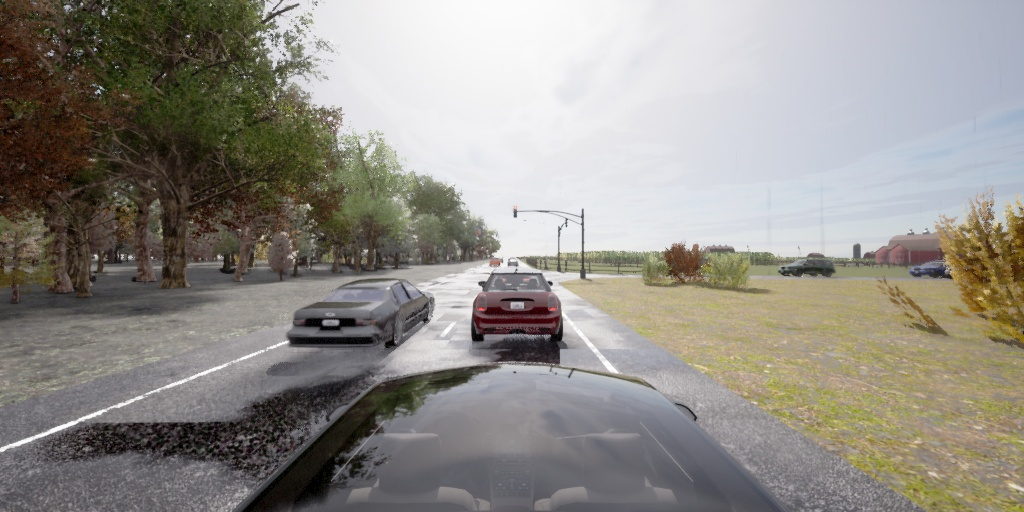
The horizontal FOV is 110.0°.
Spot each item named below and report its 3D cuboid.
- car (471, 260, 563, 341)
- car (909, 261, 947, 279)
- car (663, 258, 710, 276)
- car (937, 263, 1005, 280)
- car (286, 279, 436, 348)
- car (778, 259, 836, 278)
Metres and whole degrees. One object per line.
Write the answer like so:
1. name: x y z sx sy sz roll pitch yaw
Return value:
1. car: 0.106 1.104 9.987 2.097 1.767 4.553 0 0 0
2. car: 49.249 1.568 41.147 5.566 2.045 2.150 1 -1 1
3. car: 19.962 1.247 41.378 5.566 2.045 2.150 1 -1 0
4. car: 48.554 1.768 37.572 4.902 1.511 2.128 1 -1 1
5. car: -3.392 1.299 9.229 2.033 1.411 5.357 0 0 0
6. car: 33.922 1.399 41.294 5.566 2.045 2.150 1 -1 1
